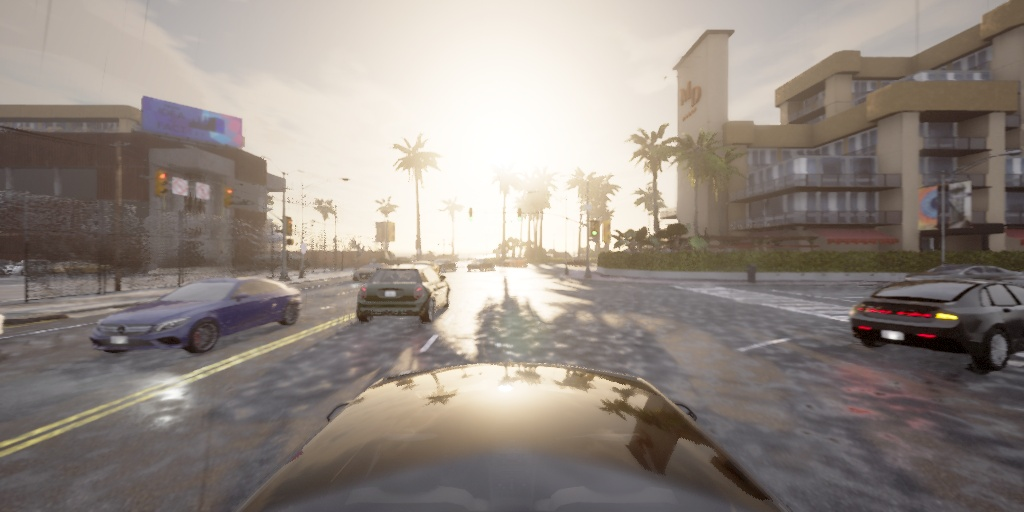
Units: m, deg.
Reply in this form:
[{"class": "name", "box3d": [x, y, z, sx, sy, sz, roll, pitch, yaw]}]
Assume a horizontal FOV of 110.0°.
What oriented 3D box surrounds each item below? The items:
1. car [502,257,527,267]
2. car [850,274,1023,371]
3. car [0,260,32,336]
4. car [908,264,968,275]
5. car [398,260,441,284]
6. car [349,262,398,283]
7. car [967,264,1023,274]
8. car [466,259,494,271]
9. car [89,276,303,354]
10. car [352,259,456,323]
[{"class": "car", "box3d": [0.460, 0.905, 59.267, 2.097, 1.767, 4.553, 0, 0, 39]}, {"class": "car", "box3d": [9.415, 1.235, 7.483, 4.892, 1.490, 1.837, 0, -2, -18]}, {"class": "car", "box3d": [-10.601, 0.963, 4.294, 2.150, 2.045, 5.566, 0, 0, 0]}, {"class": "car", "box3d": [23.476, 1.184, 18.785, 4.902, 1.511, 2.128, 0, 0, 0]}, {"class": "car", "box3d": [-6.929, 1.140, 27.512, 1.882, 1.535, 5.008, 0, 0, 2]}, {"class": "car", "box3d": [-10.399, 1.227, 27.281, 1.994, 1.385, 4.181, 0, 0, 2]}, {"class": "car", "box3d": [23.319, 1.195, 15.283, 4.902, 1.511, 2.128, 0, 0, 0]}, {"class": "car", "box3d": [-3.895, 1.081, 44.808, 1.882, 1.535, 5.008, 0, 0, 22]}, {"class": "car", "box3d": [-7.097, 1.251, 8.811, 1.812, 1.442, 4.674, 0, 0, 0]}, {"class": "car", "box3d": [-3.403, 1.066, 12.160, 2.097, 1.767, 4.553, 0, 0, 0]}]
